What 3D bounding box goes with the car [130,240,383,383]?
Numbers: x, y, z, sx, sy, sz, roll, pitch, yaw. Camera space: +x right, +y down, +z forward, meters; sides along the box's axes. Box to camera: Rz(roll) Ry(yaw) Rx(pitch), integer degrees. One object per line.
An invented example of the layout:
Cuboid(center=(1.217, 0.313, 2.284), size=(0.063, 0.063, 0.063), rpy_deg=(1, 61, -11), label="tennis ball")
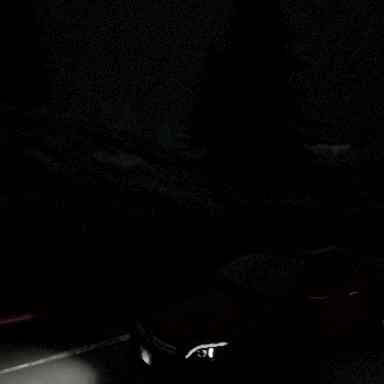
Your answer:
Cuboid(center=(1.407, 1.511, 4.950), size=(4.674, 1.442, 1.812), rpy_deg=(0, 0, -35), label="car")
